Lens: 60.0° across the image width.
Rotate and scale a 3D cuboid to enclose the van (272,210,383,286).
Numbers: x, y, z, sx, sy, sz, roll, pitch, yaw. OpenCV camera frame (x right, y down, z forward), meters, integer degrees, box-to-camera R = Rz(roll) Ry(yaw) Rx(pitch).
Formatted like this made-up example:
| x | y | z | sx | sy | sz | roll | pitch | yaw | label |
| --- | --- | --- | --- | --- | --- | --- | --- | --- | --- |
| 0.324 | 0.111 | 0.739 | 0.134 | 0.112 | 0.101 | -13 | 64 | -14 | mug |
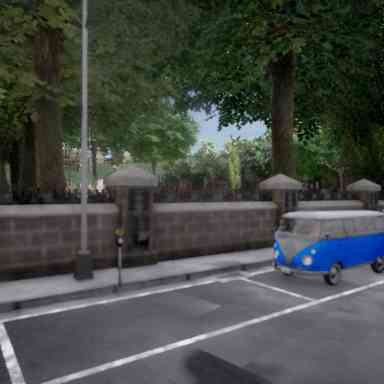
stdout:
| x | y | z | sx | sy | sz | roll | pitch | yaw | label |
| --- | --- | --- | --- | --- | --- | --- | --- | --- | --- |
| 4.018 | 1.422 | 9.399 | 3.998 | 1.788 | 1.690 | 1 | -1 | -35 | van |
